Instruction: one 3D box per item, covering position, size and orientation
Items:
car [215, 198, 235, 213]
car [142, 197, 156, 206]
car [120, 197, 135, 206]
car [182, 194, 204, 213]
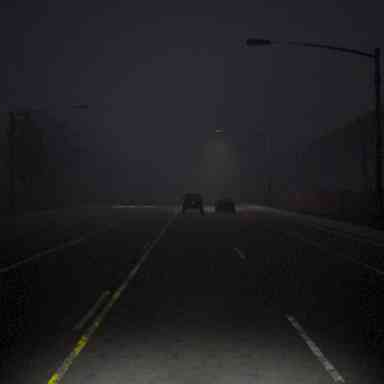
[{"bbox_3d":[3.594,1.448,36.780,1.882,1.535,5.008,0,0,0],"label":"car"},{"bbox_3d":[-7.013,1.502,55.305,2.033,1.411,5.357,0,0,0],"label":"car"},{"bbox_3d":[-10.521,1.482,54.431,1.812,1.442,4.674,0,0,0],"label":"car"},{"bbox_3d":[0.094,1.192,36.337,2.150,2.045,5.566,0,0,0],"label":"car"}]
